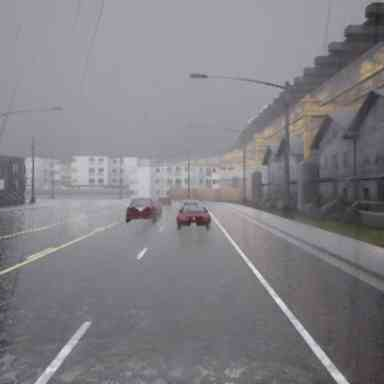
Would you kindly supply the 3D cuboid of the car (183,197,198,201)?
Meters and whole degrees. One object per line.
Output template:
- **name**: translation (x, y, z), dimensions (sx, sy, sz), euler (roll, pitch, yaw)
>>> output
- **car**: translation (-0.317, 1.313, 46.184), dimensions (1.895, 1.301, 4.718), euler (0, 0, -5)

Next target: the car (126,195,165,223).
- **car**: translation (-3.406, 1.200, 24.207), dimensions (2.097, 1.767, 4.553), euler (0, 0, 0)

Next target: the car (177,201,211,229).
- **car**: translation (0.094, 1.473, 20.371), dimensions (1.895, 1.301, 4.718), euler (0, 0, 0)

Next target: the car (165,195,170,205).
- **car**: translation (-4.333, 1.168, 49.635), dimensions (1.882, 1.535, 5.008), euler (0, 0, -9)
